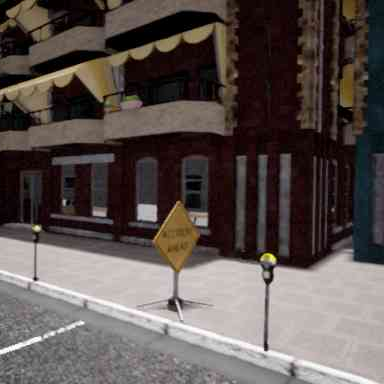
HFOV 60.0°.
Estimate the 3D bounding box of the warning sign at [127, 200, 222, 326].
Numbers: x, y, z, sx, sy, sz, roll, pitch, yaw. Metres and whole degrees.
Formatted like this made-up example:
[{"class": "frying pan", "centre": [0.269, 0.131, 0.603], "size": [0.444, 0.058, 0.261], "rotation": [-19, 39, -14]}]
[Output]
[{"class": "warning sign", "centre": [-0.276, 1.089, 5.853], "size": [1.060, 1.860, 1.300], "rotation": [1, 0, 35]}]
